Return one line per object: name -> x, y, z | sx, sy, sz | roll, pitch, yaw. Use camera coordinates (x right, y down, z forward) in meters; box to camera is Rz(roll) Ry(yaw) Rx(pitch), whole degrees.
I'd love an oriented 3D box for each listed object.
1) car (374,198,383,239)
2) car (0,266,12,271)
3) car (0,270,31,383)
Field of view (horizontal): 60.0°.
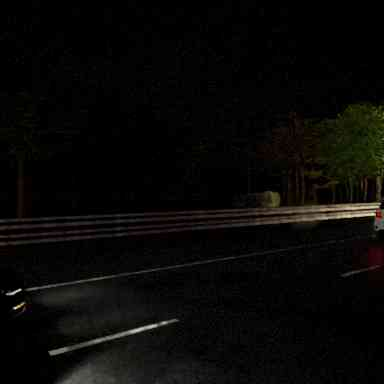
car -> 10.851, 1.193, 15.751 | 5.566, 2.045, 2.150 | 0, 0, -35
car -> -4.964, 1.505, 4.506 | 4.892, 1.490, 1.837 | 0, 0, -35
car -> -2.975, 1.565, 1.625 | 4.181, 1.385, 1.994 | 0, 0, -35
